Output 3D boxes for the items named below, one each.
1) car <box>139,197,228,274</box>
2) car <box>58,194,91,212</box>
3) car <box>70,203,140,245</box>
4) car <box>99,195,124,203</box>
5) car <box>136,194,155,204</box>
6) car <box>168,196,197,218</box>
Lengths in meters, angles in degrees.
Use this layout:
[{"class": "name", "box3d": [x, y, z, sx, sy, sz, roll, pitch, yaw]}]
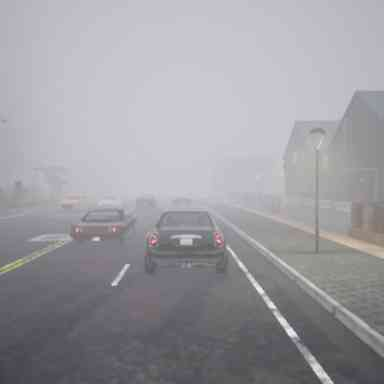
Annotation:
[{"class": "car", "box3d": [-0.184, 1.186, 10.140, 2.097, 1.767, 4.553, 0, 1, -1]}, {"class": "car", "box3d": [-10.934, 0.983, 31.131, 1.882, 1.535, 5.008, 0, 1, -3]}, {"class": "car", "box3d": [-3.539, 1.371, 14.272, 1.895, 1.301, 4.718, 0, 1, -2]}, {"class": "car", "box3d": [-7.724, 1.013, 32.007, 1.812, 1.442, 4.674, 0, 1, -3]}, {"class": "car", "box3d": [-4.306, 0.957, 32.266, 1.882, 1.535, 5.008, 0, 1, -3]}, {"class": "car", "box3d": [-0.772, 1.122, 26.241, 2.033, 1.411, 5.357, 0, 1, -2]}]
